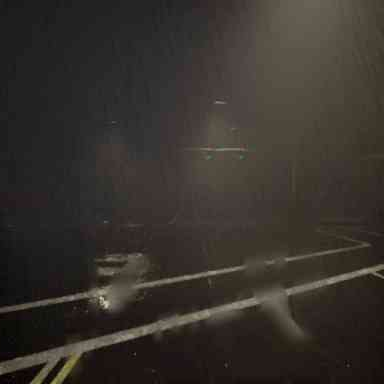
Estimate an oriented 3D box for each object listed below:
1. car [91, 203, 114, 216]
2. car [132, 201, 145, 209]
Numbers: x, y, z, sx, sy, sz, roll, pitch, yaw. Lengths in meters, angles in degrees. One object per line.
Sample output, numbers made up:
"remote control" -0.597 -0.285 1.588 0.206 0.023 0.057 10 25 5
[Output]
"car" -10.507 1.999 39.300 1.812 1.442 4.674 0 -1 0
"car" -10.514 2.413 65.388 1.882 1.535 5.008 0 -1 0
